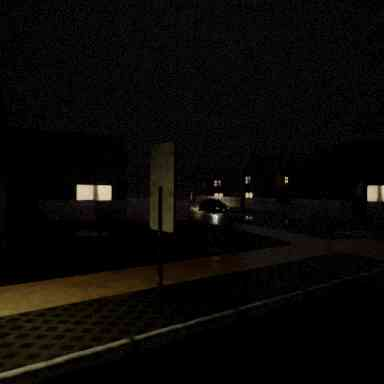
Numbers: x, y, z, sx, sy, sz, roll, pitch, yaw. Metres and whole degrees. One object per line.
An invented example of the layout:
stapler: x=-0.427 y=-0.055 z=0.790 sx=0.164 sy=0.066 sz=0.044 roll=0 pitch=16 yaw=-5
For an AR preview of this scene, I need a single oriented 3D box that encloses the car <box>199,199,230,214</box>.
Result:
car: x=2.294 y=1.518 z=35.553 sx=1.837 sy=1.490 sz=4.892 roll=1 pitch=0 yaw=-22
